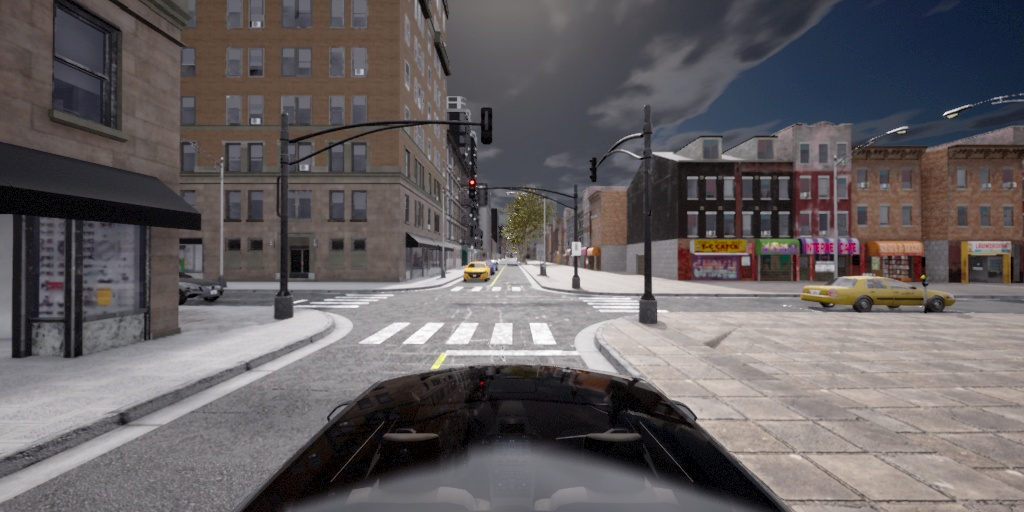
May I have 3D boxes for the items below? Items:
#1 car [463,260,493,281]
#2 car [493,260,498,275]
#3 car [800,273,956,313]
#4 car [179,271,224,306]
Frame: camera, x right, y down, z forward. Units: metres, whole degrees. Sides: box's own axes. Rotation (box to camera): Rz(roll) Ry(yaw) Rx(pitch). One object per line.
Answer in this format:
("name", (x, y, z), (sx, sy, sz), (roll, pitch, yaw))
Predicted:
("car", (-2.848, 1.226, 29.730), (1.882, 1.535, 5.008), (0, 0, 0))
("car", (-2.859, 1.224, 39.188), (1.882, 1.535, 5.008), (0, 0, 0))
("car", (13.881, 1.351, 13.693), (4.829, 1.417, 1.751), (0, 0, 0))
("car", (-14.412, 1.201, 14.520), (4.674, 1.442, 1.812), (0, 0, 0))
